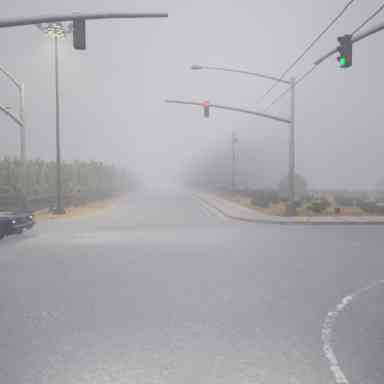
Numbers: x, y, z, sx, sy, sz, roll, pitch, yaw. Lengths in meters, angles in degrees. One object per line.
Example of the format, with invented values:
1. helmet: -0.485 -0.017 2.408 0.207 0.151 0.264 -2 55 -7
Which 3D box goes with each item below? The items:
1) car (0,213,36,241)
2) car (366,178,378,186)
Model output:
1. car: -8.754 1.153 12.942 4.718 1.301 1.895 0 3 -2
2. car: 42.118 -2.288 77.598 1.905 1.878 3.866 10 10 41
